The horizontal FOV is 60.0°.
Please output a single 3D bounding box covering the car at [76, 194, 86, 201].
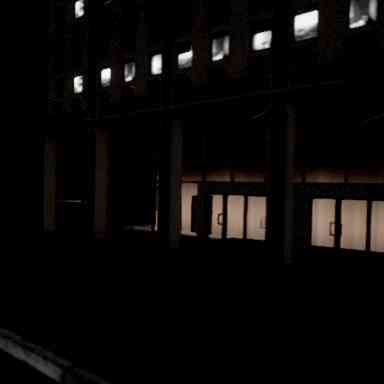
[{"bbox_3d":[-17.471,0.828,56.426,1.994,1.385,4.181,2,1,39],"label":"car"}]
